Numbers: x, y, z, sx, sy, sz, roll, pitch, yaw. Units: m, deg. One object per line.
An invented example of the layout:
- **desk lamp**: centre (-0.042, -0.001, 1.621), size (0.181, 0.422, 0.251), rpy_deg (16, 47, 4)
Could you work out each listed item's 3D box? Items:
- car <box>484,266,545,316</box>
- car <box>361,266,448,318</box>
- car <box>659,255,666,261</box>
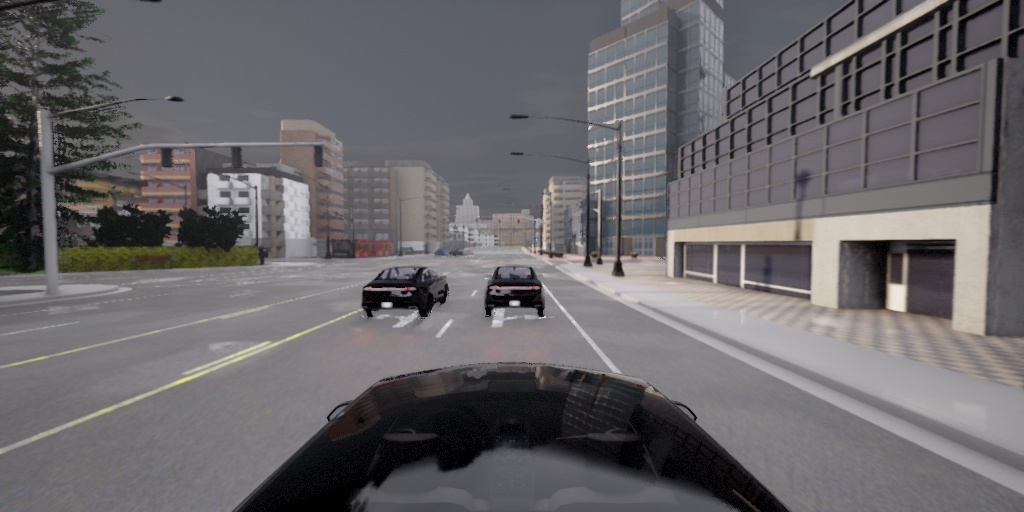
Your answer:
- **car**: centre (0.085, 1.077, 12.470), size (2.128, 1.511, 4.902), rpy_deg (0, 1, 0)
- **car**: centre (-3.415, 1.082, 12.210), size (2.128, 1.511, 4.902), rpy_deg (0, 1, 0)
- **car**: centre (22.097, 0.046, 46.597), size (5.357, 1.411, 2.033), rpy_deg (0, 2, 1)
